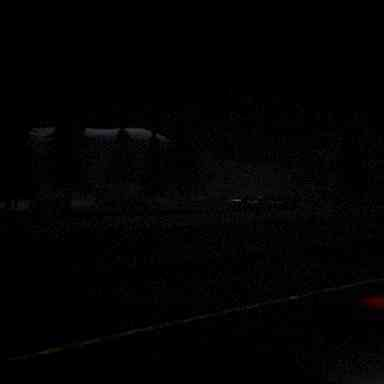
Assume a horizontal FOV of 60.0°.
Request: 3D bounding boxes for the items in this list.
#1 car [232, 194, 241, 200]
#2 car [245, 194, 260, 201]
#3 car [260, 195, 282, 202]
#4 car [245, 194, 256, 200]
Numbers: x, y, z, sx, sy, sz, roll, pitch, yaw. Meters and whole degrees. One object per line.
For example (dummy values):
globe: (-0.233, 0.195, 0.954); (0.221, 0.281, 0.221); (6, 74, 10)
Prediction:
car: (11.808, 1.257, 88.379); (2.128, 1.511, 4.902); (0, 0, -1)
car: (13.415, 1.145, 72.860); (2.097, 1.767, 4.553); (0, 0, -11)
car: (17.294, 1.346, 71.555); (2.033, 1.411, 5.357); (0, 0, -15)
car: (15.355, 1.298, 87.385); (1.994, 1.385, 4.181); (0, 0, -4)
